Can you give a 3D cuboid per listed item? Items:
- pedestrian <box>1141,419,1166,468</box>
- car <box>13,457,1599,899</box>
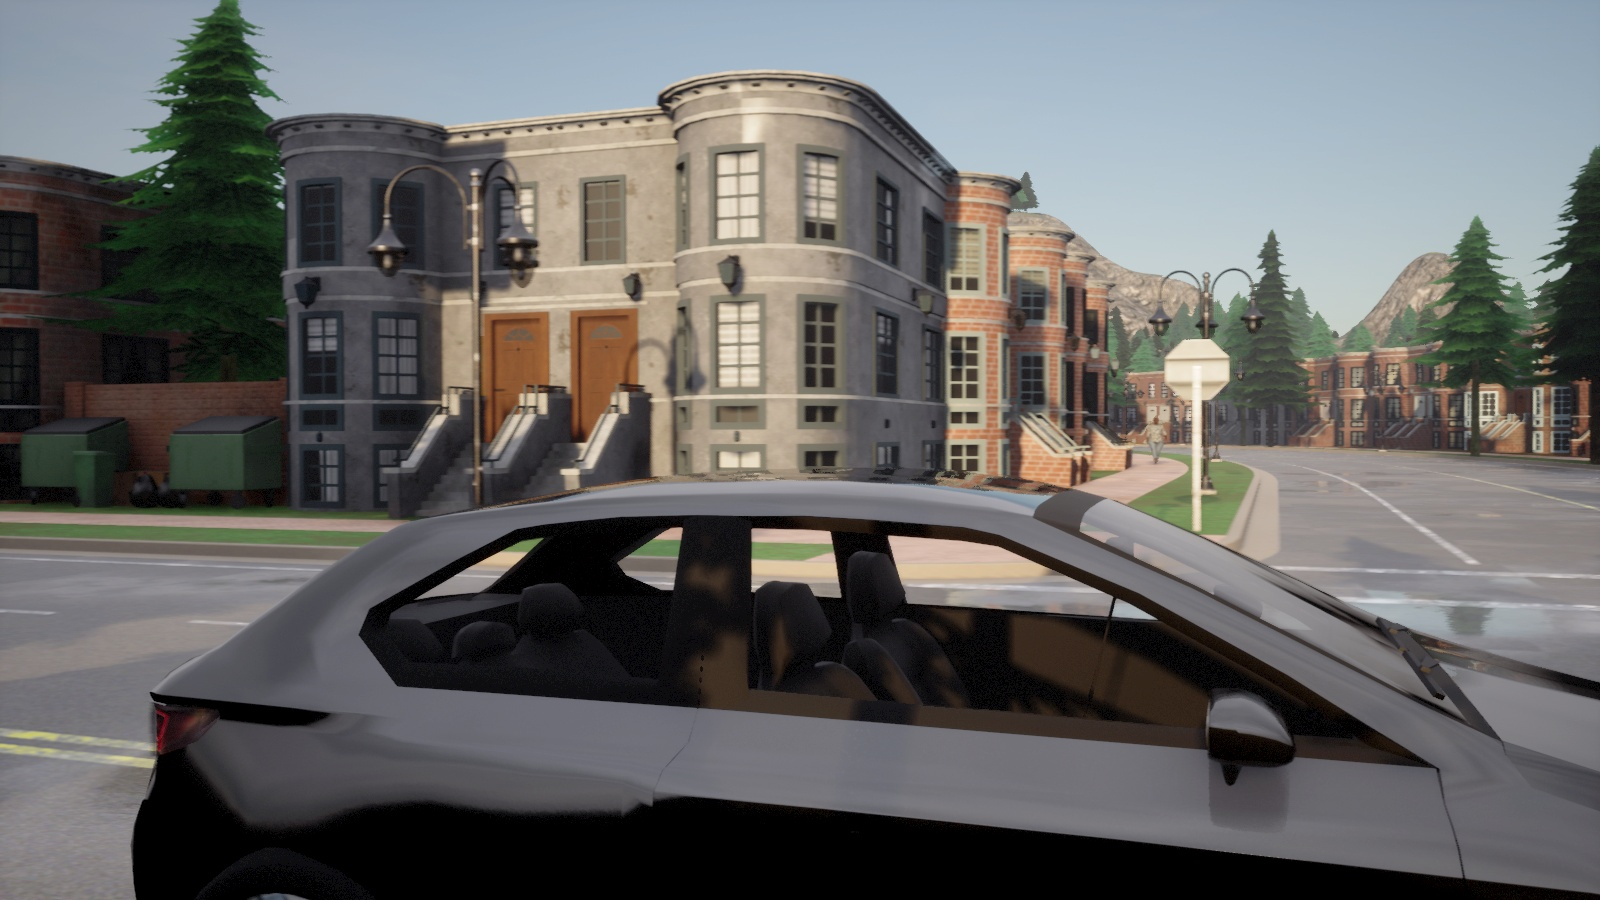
[{"bbox_3d":[13.409,-0.257,47.637,0.874,1.855,0.900,0,1,15],"label":"pedestrian"},{"bbox_3d":[0.507,0.794,3.023,4.193,1.474,1.816,1,1,19],"label":"car"}]
